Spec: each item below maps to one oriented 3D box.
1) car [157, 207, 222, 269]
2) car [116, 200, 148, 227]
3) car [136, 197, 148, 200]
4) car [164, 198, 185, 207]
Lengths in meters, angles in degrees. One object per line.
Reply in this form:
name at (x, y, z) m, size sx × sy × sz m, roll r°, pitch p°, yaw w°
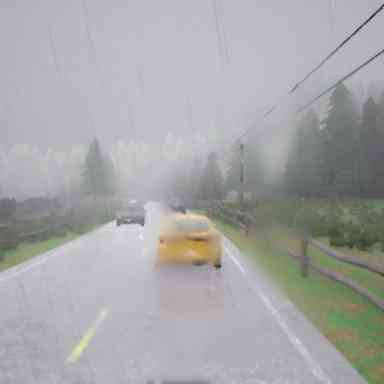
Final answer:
car at (-0.132, 1.514, 11.406) m, size 1.882 × 1.535 × 5.008 m, roll 0°, pitch 0°, yaw -2°
car at (-4.167, 1.581, 23.508) m, size 1.837 × 1.490 × 4.892 m, roll 0°, pitch 0°, yaw -4°
car at (-9.619, 1.705, 63.981) m, size 1.837 × 1.490 × 4.892 m, roll 0°, pitch 0°, yaw -11°
car at (-1.873, 1.466, 35.753) m, size 2.097 × 1.767 × 4.553 m, roll 0°, pitch 0°, yaw -6°
